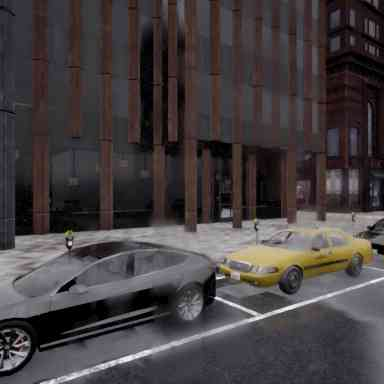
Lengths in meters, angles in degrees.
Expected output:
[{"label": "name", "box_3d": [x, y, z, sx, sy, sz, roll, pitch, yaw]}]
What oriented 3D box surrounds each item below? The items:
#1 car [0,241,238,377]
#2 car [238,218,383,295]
[{"label": "car", "box_3d": [-1.533, 1.566, 5.556, 4.313, 1.339, 1.947, 0, 0, -36]}, {"label": "car", "box_3d": [2.916, 1.526, 8.732, 4.829, 1.417, 1.752, 0, 0, -36]}]
